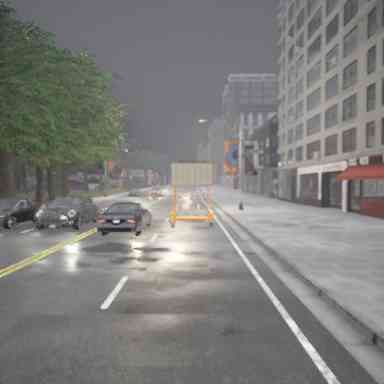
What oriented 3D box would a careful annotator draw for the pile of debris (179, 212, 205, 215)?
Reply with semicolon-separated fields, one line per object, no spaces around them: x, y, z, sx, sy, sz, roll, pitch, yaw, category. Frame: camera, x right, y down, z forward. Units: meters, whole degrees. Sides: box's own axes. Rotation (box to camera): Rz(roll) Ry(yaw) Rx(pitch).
0.002;1.632;25.286;1.860;0.140;1.500;0;1;0;pile of debris

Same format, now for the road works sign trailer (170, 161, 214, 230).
0.002;0.090;18.249;2.380;3.560;2.880;0;1;0;road works sign trailer

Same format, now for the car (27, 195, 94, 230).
-6.594;0.984;17.979;2.097;1.767;4.553;0;1;0;car

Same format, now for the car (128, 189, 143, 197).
-9.780;0.229;57.762;2.033;1.411;5.357;0;2;1;car

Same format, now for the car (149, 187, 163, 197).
-6.529;-0.038;60.042;2.097;1.767;4.553;0;2;1;car

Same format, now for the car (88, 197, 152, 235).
-3.149;1.217;16.332;2.033;1.411;5.357;0;1;0;car

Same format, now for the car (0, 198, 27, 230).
-9.844;1.122;18.036;2.128;1.511;4.902;0;1;0;car
